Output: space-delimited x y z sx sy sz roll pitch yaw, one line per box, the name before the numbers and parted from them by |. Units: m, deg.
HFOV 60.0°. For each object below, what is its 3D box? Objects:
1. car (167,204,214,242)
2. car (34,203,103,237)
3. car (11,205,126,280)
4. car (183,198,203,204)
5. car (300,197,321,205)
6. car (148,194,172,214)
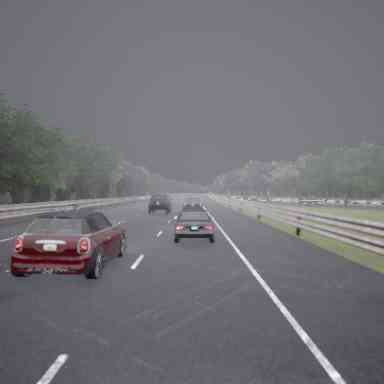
car | 0.099 1.553 16.456 2.033 1.411 5.357 0 0 0
car | -6.905 1.499 19.255 2.128 1.511 4.902 0 0 0
car | -3.383 1.333 10.063 2.097 1.767 4.553 1 0 0
car | 0.094 1.383 36.418 2.097 1.767 4.553 0 0 0
car | 22.627 1.778 64.079 1.837 1.490 4.892 0 0 -20
car | -3.407 1.252 36.085 2.150 2.045 5.566 0 0 0
